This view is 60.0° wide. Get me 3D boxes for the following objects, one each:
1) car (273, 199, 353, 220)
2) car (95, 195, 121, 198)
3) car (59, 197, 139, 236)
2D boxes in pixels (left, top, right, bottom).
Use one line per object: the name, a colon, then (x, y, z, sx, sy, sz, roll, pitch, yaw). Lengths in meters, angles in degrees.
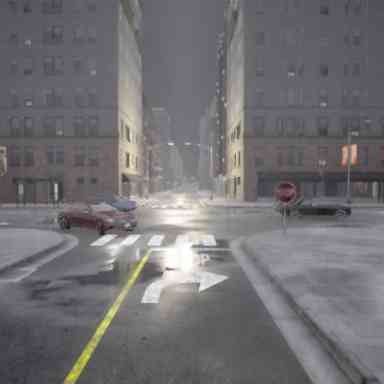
car: (7.870, 1.087, 21.818, 4.718, 1.301, 1.895, 0, 1, 0)
car: (-6.750, 0.966, 25.207, 5.357, 1.411, 2.033, 0, 1, 0)
car: (-4.601, 1.162, 15.968, 4.674, 1.442, 1.812, 1, 0, 39)
